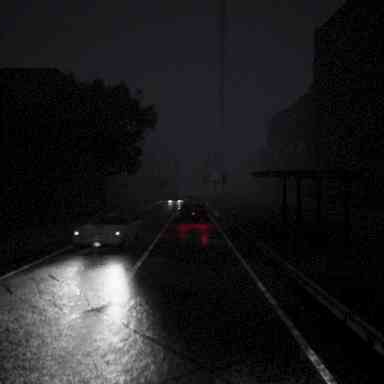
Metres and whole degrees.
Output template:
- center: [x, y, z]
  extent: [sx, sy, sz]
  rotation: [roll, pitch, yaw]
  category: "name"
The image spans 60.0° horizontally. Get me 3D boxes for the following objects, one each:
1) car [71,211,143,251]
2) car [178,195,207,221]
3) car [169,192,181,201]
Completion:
- center: [-3.295, 1.509, 13.748]
  extent: [1.895, 1.301, 4.718]
  rotation: [0, 0, 0]
  category: "car"
- center: [0.109, 1.277, 24.869]
  extent: [1.882, 1.535, 5.008]
  rotation: [0, 1, 0]
  category: "car"
- center: [-2.904, 0.723, 57.469]
  extent: [1.837, 1.490, 4.892]
  rotation: [0, 1, 1]
  category: "car"
